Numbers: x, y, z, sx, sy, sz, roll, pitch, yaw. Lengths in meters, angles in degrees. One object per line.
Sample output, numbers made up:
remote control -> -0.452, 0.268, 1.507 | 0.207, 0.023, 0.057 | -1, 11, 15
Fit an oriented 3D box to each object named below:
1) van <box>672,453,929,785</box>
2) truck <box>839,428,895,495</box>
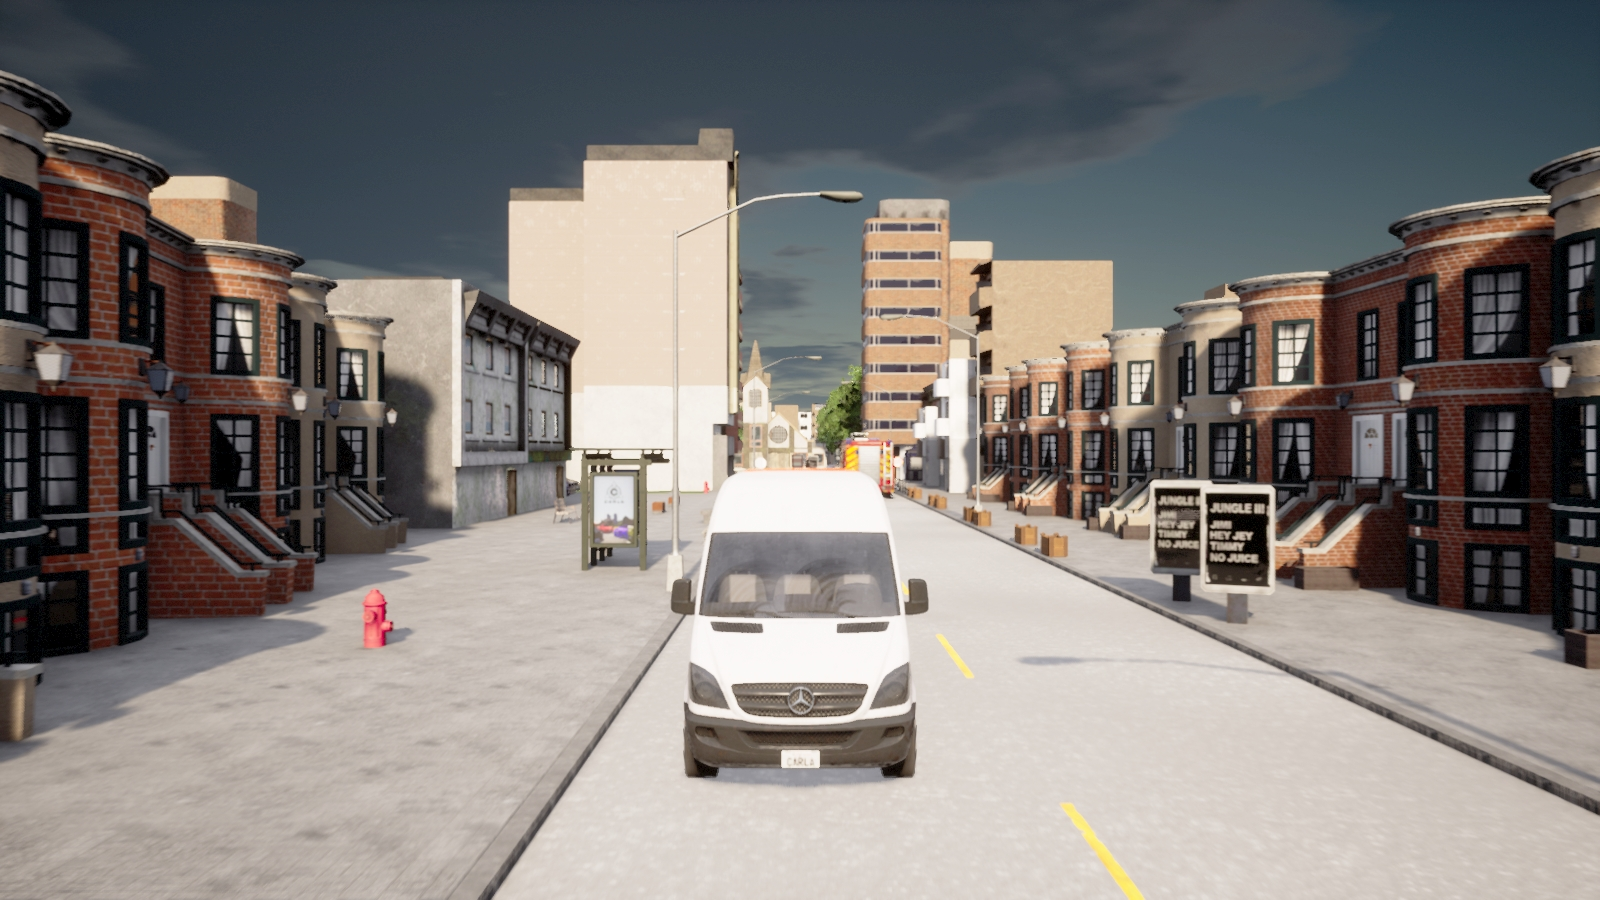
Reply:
van -> 0.006, 1.314, 11.792 | 1.988, 2.561, 5.915 | 0, 0, 0
truck -> 3.975, 0.665, 69.562 | 2.891, 3.827, 8.468 | 0, 0, 0
